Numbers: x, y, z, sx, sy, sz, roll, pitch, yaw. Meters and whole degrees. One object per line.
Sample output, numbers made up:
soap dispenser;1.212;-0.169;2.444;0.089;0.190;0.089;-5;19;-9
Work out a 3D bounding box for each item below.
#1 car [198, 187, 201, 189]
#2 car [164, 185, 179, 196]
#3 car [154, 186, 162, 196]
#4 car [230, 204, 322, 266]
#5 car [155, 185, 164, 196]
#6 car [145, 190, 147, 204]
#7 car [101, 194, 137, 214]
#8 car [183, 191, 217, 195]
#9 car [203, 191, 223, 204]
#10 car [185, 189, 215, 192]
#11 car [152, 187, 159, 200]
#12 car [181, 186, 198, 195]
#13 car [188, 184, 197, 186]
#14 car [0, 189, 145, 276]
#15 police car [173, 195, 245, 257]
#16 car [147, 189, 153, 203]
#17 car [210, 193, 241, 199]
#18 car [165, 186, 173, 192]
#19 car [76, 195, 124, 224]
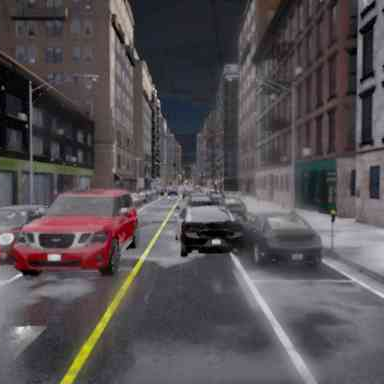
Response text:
car;2.171;0.262;48.296;1.752;1.417;4.829;0;2;-1
car;-3.323;-0.005;58.980;2.033;1.411;5.357;0;1;0
car;-5.852;0.288;48.058;2.008;1.369;4.403;0;2;-1
car;2.539;1.282;10.252;2.008;1.369;4.403;0;1;-1
car;-5.957;-0.236;58.873;2.192;1.841;5.009;0;2;-1
car;-5.694;0.695;31.655;1.752;1.417;4.829;0;1;-1
car;-5.643;0.872;26.416;1.947;1.339;4.313;0;1;-1
car;0.506;0.936;21.758;1.837;1.490;4.892;0;1;-1
car;2.277;0.593;37.305;1.947;1.339;4.313;0;2;-1
car;0.557;0.753;27.754;1.882;1.535;5.008;0;1;-1
car;-5.800;0.432;42.647;2.008;1.369;4.403;0;2;-1
car;-0.457;0.230;48.682;1.837;1.490;4.892;0;2;0
car;-0.602;-0.160;62.278;1.882;1.535;5.008;0;2;-1
car;-2.944;0.961;9.801;2.150;2.045;5.566;0;2;-1
police car;0.409;1.115;11.789;1.930;1.638;5.238;0;1;-6
car;-5.748;0.606;37.237;1.802;1.307;4.206;0;1;-1
car;2.434;1.001;21.073;2.008;1.369;4.403;0;1;-1
car;-6.265;-0.858;90.784;1.887;1.381;4.507;0;2;-1
car;-5.589;0.976;20.834;1.752;1.417;4.829;0;1;-1
